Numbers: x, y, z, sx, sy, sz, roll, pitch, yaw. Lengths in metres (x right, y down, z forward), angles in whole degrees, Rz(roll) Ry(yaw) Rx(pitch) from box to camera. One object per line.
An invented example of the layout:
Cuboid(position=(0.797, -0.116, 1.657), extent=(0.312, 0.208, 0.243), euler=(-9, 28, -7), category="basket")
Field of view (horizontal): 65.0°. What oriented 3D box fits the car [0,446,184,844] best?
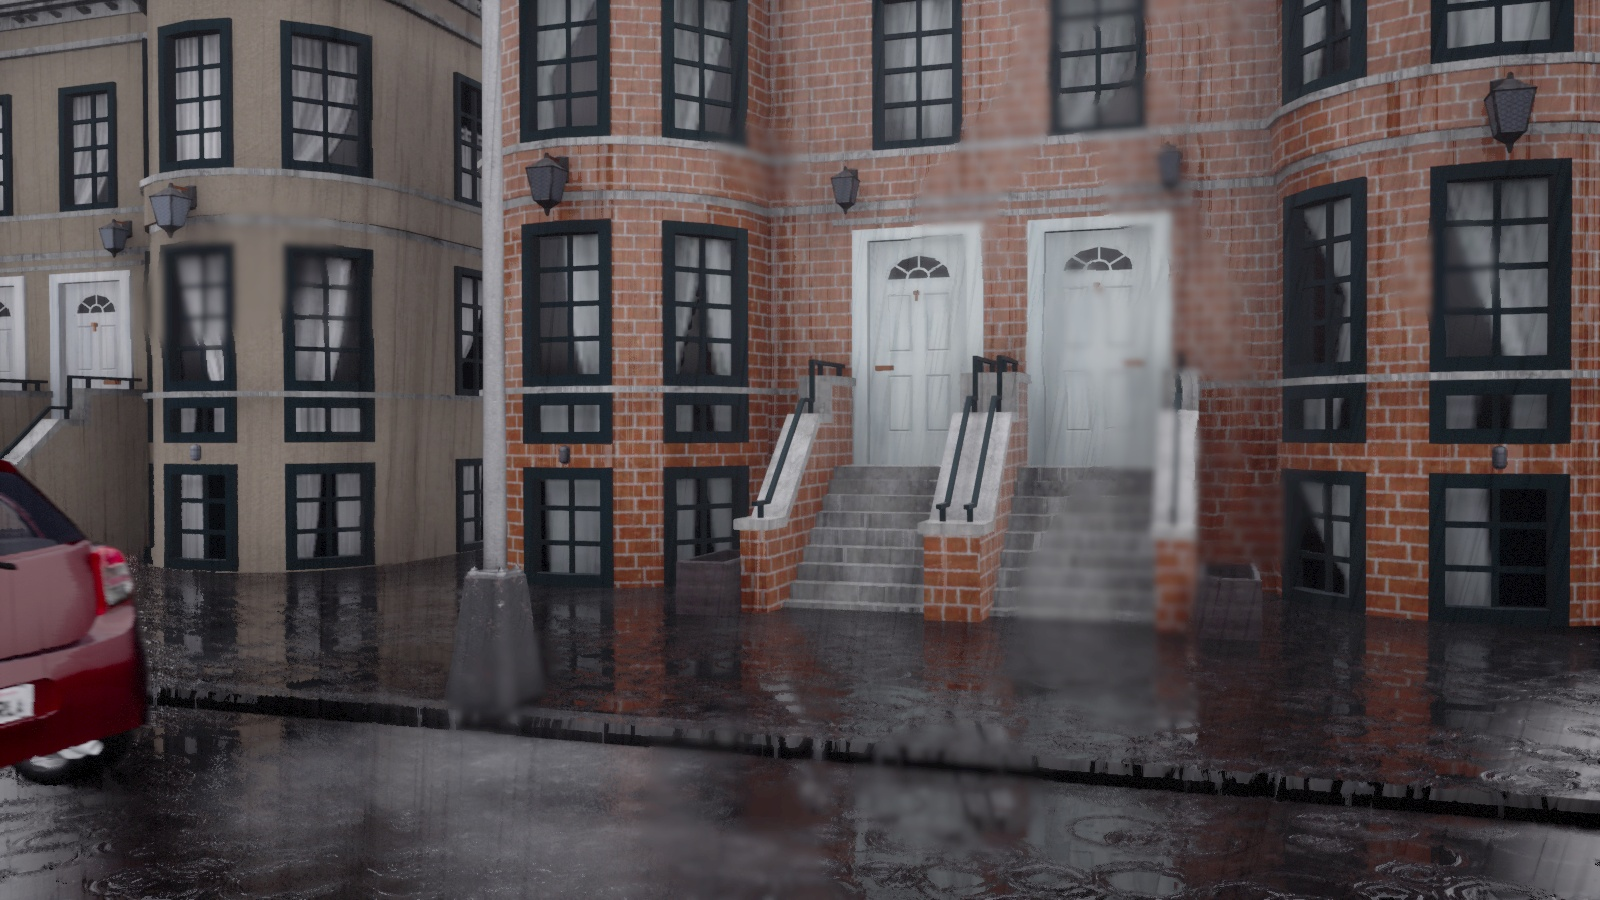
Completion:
Cuboid(position=(-4.779, 0.737, 5.328), extent=(3.633, 1.501, 1.845), euler=(1, 1, 19), category="car")
